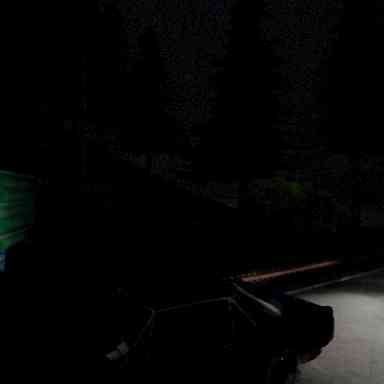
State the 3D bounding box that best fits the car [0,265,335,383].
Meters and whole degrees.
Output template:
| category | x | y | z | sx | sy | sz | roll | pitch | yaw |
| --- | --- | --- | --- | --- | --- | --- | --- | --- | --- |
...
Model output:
| category | x | y | z | sx | sy | sz | roll | pitch | yaw |
| --- | --- | --- | --- | --- | --- | --- | --- | --- | --- |
| car | -0.616 | 1.607 | 3.547 | 4.718 | 1.301 | 1.895 | 1 | 0 | -35 |
